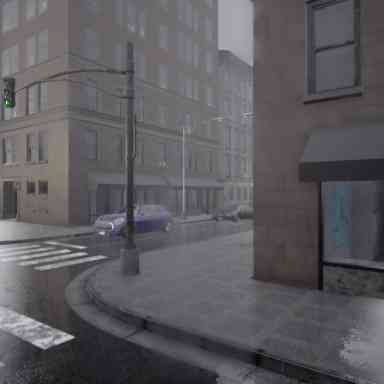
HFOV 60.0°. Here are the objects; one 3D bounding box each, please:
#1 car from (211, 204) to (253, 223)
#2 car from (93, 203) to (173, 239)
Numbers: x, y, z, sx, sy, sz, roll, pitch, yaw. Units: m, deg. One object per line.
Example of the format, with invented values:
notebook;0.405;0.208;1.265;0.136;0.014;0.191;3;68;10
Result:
car;3.670;1.695;27.570;2.033;1.411;5.357;0;0;35
car;-3.080;1.435;18.086;2.097;1.767;4.553;0;0;36
